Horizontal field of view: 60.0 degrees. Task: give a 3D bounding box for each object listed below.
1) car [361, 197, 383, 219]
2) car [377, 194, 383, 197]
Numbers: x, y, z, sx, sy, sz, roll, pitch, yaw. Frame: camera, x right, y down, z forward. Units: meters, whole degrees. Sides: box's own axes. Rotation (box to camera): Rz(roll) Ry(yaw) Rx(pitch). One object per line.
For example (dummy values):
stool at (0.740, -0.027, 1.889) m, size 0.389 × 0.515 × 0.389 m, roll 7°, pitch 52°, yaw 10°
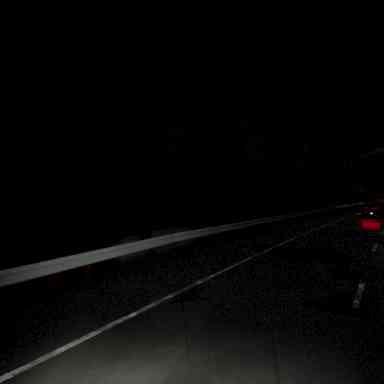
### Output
car at (16.239, 1.505, 29.462) m, size 1.837 × 1.490 × 4.892 m, roll 0°, pitch 0°, yaw 35°
car at (22.348, 1.221, 37.964) m, size 2.150 × 2.045 × 5.566 m, roll 0°, pitch 0°, yaw 36°
